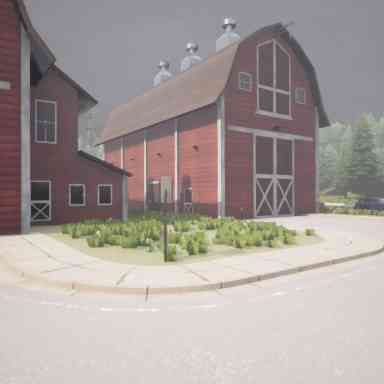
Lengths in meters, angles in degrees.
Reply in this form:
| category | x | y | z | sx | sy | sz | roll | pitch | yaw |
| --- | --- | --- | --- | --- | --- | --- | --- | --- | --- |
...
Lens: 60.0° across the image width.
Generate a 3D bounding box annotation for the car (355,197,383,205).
| category | x | y | z | sx | sy | sz | roll | pitch | yaw |
| --- | --- | --- | --- | --- | --- | --- | --- | --- | --- |
| car | 20.138 | 1.388 | 36.086 | 2.097 | 1.767 | 4.553 | 0 | 0 | -34 |
